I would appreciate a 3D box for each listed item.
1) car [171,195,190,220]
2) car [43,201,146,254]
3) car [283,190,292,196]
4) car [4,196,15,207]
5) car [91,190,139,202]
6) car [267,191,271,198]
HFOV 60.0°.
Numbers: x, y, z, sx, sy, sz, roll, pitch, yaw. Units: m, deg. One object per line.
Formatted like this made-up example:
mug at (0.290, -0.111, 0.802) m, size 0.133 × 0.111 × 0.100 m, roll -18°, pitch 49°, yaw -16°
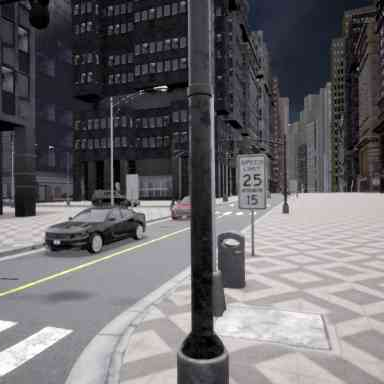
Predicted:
car at (0.114, 1.016, 23.946) m, size 2.097 × 1.767 × 4.553 m, roll -1°, pitch 1°, yaw 17°
car at (-3.594, 1.329, 13.196) m, size 1.882 × 1.535 × 5.008 m, roll -1°, pitch 1°, yaw 19°
car at (25.201, 0.148, 87.969) m, size 1.837 × 1.490 × 4.892 m, roll -1°, pitch 0°, yaw 19°
car at (-24.337, 1.247, 42.369) m, size 4.892 × 1.490 × 1.837 m, roll -1°, pitch -1°, yaw 19°
car at (-8.489, 0.801, 36.936) m, size 5.566 × 2.045 × 2.150 m, roll 0°, pitch 0°, yaw 21°
car at (14.783, 0.461, 66.771) m, size 1.837 × 1.490 × 4.892 m, roll -1°, pitch 1°, yaw 19°
